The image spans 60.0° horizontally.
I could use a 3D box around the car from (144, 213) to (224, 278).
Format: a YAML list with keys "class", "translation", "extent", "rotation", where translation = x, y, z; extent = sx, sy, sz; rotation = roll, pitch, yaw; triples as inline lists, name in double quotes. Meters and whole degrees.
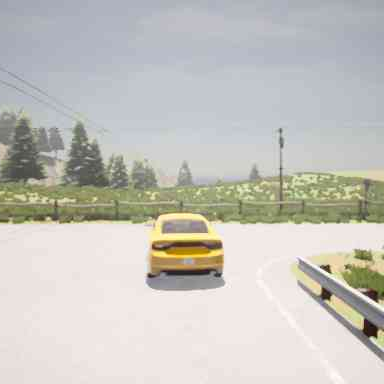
- class: "car"
  translation: [-0.368, 1.368, 9.884]
  extent: [1.882, 1.535, 5.008]
  rotation: [0, 1, -7]
